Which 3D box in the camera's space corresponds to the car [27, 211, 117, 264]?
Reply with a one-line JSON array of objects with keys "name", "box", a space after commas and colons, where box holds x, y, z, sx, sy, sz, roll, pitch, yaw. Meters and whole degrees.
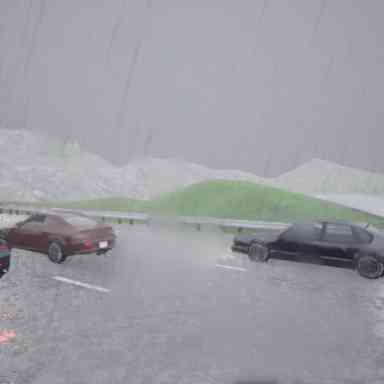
[{"name": "car", "box": [-4.547, 1.342, 11.017, 4.674, 1.442, 1.812, 1, 1, 32]}]

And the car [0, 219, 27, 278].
[{"name": "car", "box": [-6.334, 1.337, 8.023, 4.892, 1.490, 1.837, 1, 1, 33]}]

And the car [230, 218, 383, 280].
[{"name": "car", "box": [3.845, 1.474, 9.749, 5.357, 1.411, 2.033, 1, 1, 34]}]
